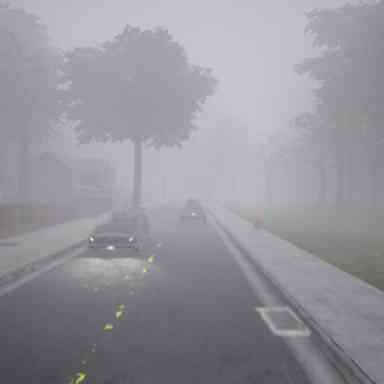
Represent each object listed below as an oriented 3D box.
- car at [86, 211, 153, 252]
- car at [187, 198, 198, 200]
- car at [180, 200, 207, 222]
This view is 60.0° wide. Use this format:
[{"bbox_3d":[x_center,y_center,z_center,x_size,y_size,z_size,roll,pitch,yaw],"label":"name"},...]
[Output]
[{"bbox_3d":[-2.793,1.549,14.149,2.033,1.411,5.357,0,0,1],"label":"car"},{"bbox_3d":[0.108,1.492,42.870,1.837,1.490,4.892,0,0,0],"label":"car"},{"bbox_3d":[0.104,1.563,26.027,1.994,1.385,4.181,0,0,0],"label":"car"}]
